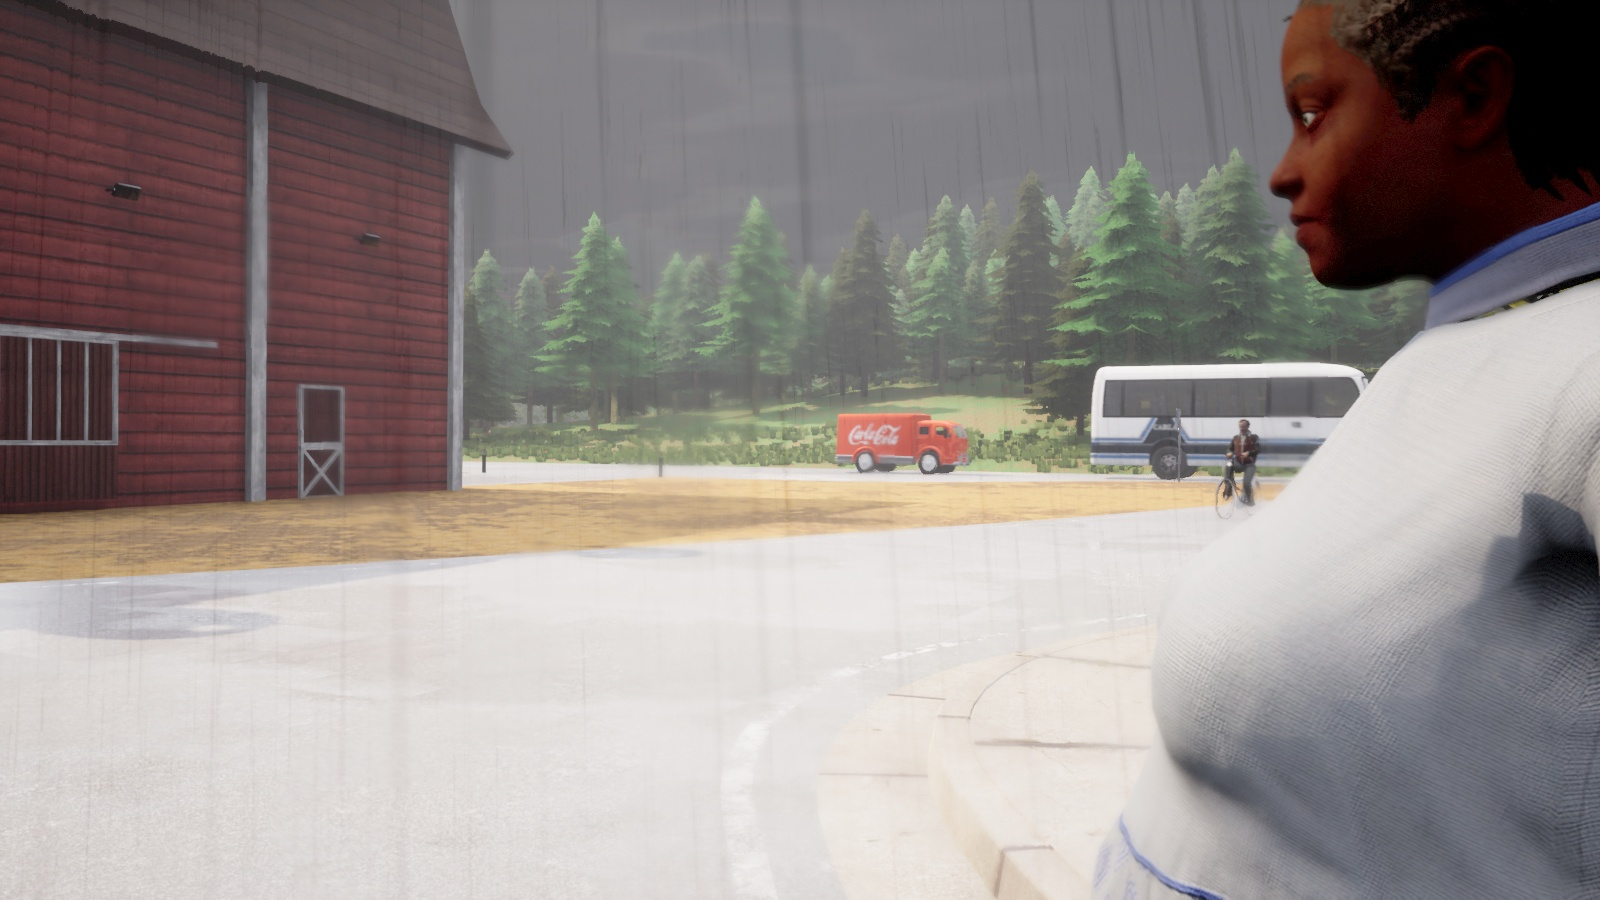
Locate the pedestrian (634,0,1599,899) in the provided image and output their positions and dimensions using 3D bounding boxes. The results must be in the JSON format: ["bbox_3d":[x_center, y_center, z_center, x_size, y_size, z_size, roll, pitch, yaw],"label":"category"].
[{"bbox_3d":[0.492,0.512,0.896,0.900,1.855,0.874,0,0,19],"label":"pedestrian"}]

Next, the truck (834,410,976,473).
[{"bbox_3d":[4.315,-0.338,51.654,5.204,2.467,2.627,0,1,26],"label":"truck"}]

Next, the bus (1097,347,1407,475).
[{"bbox_3d":[16.435,-1.290,45.799,10.273,4.253,3.944,0,0,26],"label":"bus"}]

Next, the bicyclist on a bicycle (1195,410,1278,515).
[{"bbox_3d":[7.648,0.201,21.947,0.659,1.776,1.843,0,0,43],"label":"bicyclist on a bicycle"}]
